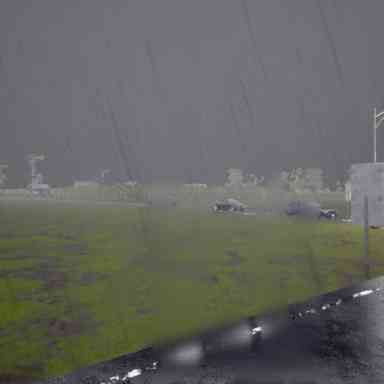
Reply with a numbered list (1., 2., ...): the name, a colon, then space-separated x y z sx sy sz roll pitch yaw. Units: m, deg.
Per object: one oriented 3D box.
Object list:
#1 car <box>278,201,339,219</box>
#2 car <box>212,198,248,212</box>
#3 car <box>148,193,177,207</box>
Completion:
1. car: 10.075 1.536 29.353 2.033 1.411 5.357 0 0 -33
2. car: 4.243 1.490 38.058 1.837 1.490 4.892 0 0 -35
3. car: -4.552 1.201 50.027 2.150 2.045 5.566 0 0 -38
